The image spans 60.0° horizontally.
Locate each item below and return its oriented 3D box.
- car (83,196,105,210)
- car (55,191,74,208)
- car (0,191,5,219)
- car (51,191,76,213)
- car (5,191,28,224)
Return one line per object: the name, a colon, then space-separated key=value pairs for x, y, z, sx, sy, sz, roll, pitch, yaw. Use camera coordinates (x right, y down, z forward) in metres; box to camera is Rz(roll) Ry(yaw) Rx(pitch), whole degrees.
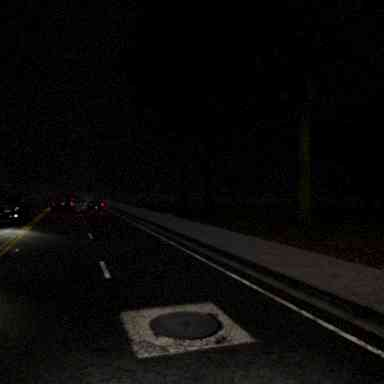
car: x=-11.212 y=1.410 z=38.509 sx=1.895 sy=1.301 sz=4.718 roll=1 pitch=0 yaw=-20
car: x=-16.748 y=0.932 z=44.002 sx=2.150 sy=2.045 sz=5.566 roll=1 pitch=0 yaw=-20
car: x=-8.737 y=1.041 z=12.172 sx=2.150 sy=2.045 sz=5.566 roll=1 pitch=0 yaw=-20
car: x=-12.683 y=1.117 z=32.936 sx=2.097 sy=1.767 sz=4.553 roll=1 pitch=0 yaw=-19
car: x=-12.397 y=0.974 z=22.243 sx=2.150 sy=2.045 sz=5.566 roll=1 pitch=0 yaw=-20
